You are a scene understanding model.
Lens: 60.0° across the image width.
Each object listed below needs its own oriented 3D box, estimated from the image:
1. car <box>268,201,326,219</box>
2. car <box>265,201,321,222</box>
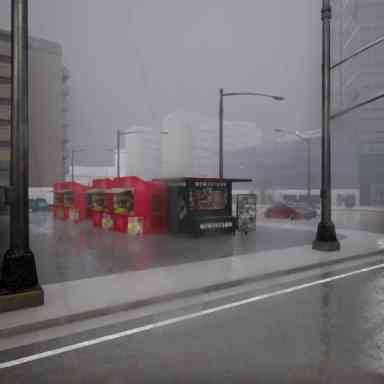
[{"bbox_3d":[9.851,1.639,31.513,2.128,1.511,4.902,0,-1,-36],"label":"car"},{"bbox_3d":[8.146,1.688,27.903,1.994,1.385,4.181,0,-1,-36],"label":"car"}]
